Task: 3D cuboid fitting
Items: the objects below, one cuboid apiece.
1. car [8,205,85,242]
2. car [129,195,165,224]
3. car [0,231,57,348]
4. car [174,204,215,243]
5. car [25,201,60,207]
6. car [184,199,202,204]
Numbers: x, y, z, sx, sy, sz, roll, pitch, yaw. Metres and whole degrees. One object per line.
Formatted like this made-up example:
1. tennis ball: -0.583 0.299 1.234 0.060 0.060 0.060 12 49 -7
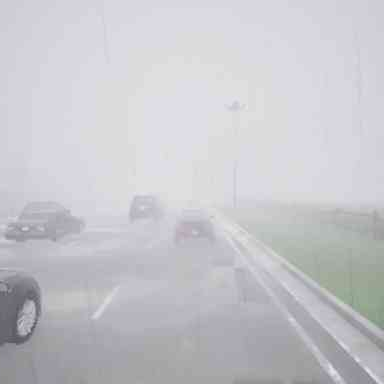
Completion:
1. car: -6.893 1.571 16.264 2.033 1.411 5.357 0 0 0
2. car: -3.388 1.259 25.585 2.150 2.045 5.566 0 0 0
3. car: -3.398 1.512 3.553 1.837 1.490 4.892 0 0 0
4. car: 0.105 1.548 16.223 1.812 1.442 4.674 0 0 0
5. car: -10.388 1.386 23.824 2.097 1.767 4.553 0 0 0
6. car: 0.112 1.507 36.668 1.801 1.575 5.366 0 0 0
